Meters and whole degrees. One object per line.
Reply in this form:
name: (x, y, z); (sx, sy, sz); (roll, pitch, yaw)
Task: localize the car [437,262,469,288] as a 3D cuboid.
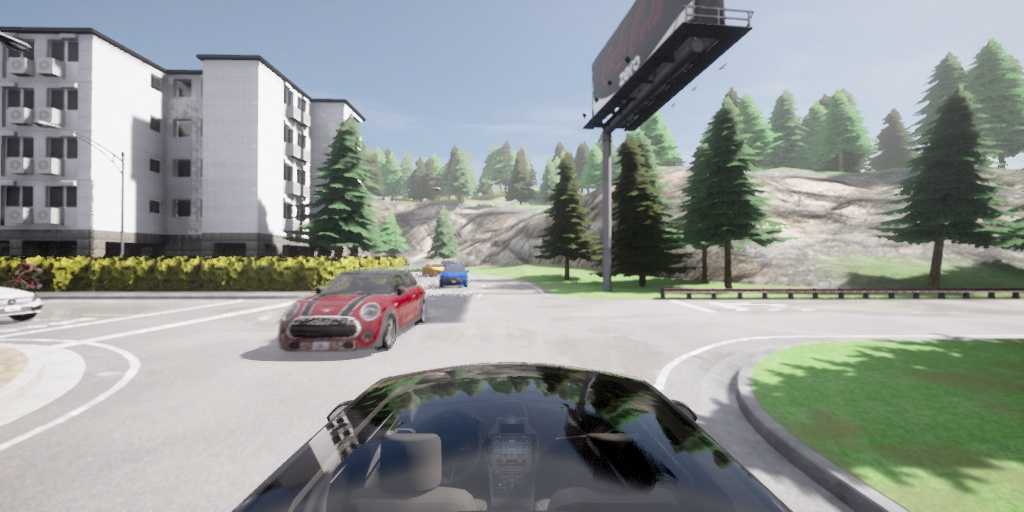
car: (-4.133, 1.417, 25.783); (1.882, 1.535, 5.008); (0, 0, -8)

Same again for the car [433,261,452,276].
car: (-8.902, 1.539, 41.364); (1.882, 1.535, 5.008); (0, -1, -29)

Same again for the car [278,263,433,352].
car: (-3.616, 1.127, 9.020); (2.097, 1.767, 4.553); (0, -1, 0)

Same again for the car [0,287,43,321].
car: (-15.834, 1.161, 9.672); (4.674, 1.442, 1.812); (0, 0, -1)

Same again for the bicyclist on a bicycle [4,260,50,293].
bicyclist on a bicycle: (-23.027, 0.993, 17.041); (0.582, 1.620, 1.656); (0, 0, -1)
